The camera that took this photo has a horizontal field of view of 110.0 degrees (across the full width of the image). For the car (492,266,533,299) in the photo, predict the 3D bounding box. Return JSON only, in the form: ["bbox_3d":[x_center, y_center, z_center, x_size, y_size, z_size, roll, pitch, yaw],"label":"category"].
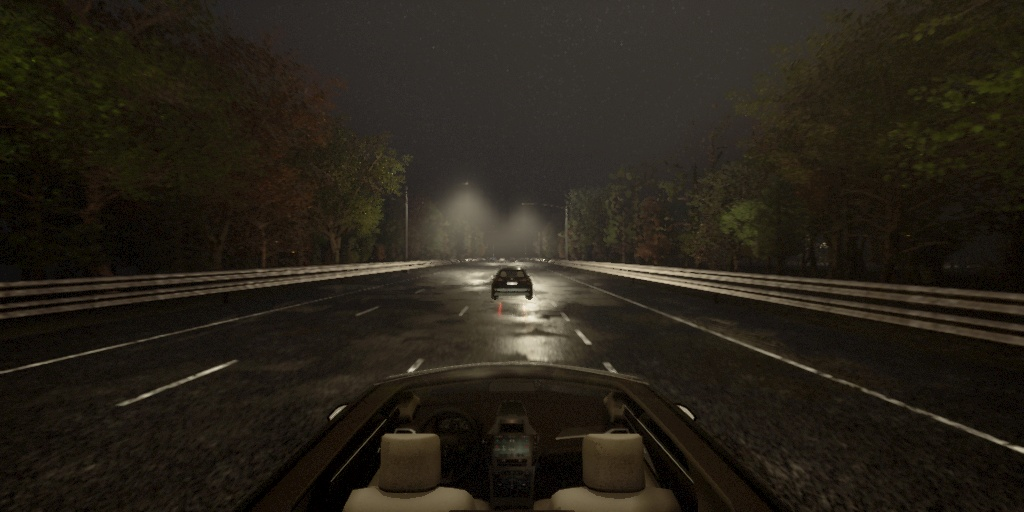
[{"bbox_3d":[0.003,1.323,18.261,2.033,1.649,4.856,0,-1,0],"label":"car"}]
